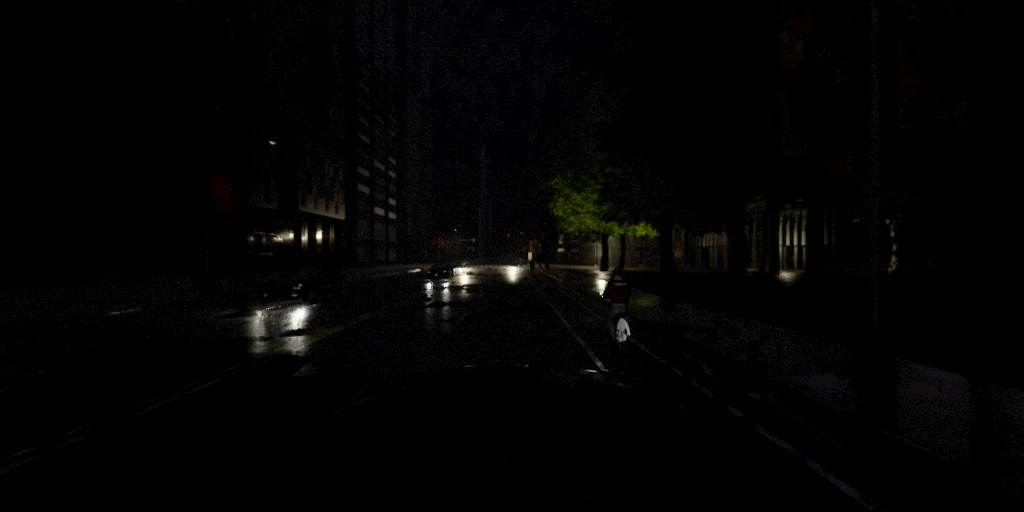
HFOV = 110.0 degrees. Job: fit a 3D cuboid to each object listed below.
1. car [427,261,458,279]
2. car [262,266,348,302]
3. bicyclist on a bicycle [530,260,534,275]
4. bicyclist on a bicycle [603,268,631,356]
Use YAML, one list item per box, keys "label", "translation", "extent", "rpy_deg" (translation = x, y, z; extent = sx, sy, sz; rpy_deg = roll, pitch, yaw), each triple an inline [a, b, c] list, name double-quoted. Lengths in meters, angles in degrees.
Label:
- label: "car"
  translation: [-6.591, 1.364, 33.477]
  extent: [1.812, 1.442, 4.674]
  rpy_deg: [0, 0, 0]
- label: "car"
  translation: [-9.848, 1.268, 17.495]
  extent: [1.882, 1.535, 5.008]
  rpy_deg: [0, 0, 0]
- label: "bicyclist on a bicycle"
  translation: [2.258, 1.317, 40.239]
  extent: [0.582, 1.620, 1.656]
  rpy_deg: [0, -1, 0]
- label: "bicyclist on a bicycle"
  translation: [2.252, 1.136, 7.825]
  extent: [0.659, 1.776, 1.843]
  rpy_deg: [0, 0, 0]
